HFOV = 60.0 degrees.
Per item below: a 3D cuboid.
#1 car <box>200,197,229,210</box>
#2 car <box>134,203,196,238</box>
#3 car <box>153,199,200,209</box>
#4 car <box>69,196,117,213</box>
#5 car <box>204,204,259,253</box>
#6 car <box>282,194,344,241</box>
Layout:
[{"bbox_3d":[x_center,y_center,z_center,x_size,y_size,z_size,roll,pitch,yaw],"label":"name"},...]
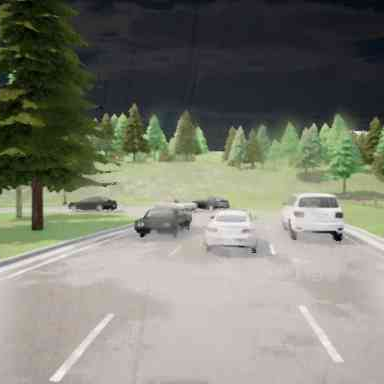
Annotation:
[{"bbox_3d":[1.654,1.212,33.904,2.128,1.511,4.902,0,0,-39],"label":"car"},{"bbox_3d":[-1.257,1.462,16.830,1.895,1.301,4.718,0,0,11],"label":"car"},{"bbox_3d":[-1.803,1.331,32.850,4.718,1.301,1.895,0,1,45],"label":"car"},{"bbox_3d":[-9.968,1.205,33.355,5.008,1.535,1.882,0,0,18],"label":"car"},{"bbox_3d":[1.650,1.416,13.213,1.812,1.442,4.674,0,1,10],"label":"car"},{"bbox_3d":[5.730,1.087,16.273,2.150,2.045,5.566,0,1,10],"label":"car"}]
